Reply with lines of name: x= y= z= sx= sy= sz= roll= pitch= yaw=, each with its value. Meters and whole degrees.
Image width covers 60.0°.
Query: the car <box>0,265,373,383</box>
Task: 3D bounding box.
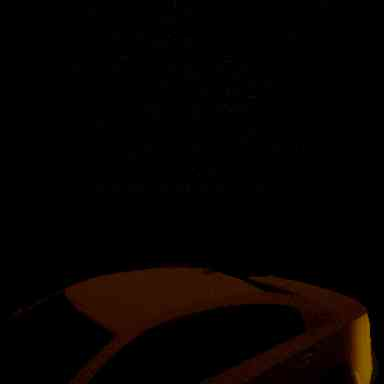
car: x=-0.506 y=1.477 z=2.709 sx=5.008 sy=1.535 sz=1.882 roll=0 pitch=0 yaw=-35
